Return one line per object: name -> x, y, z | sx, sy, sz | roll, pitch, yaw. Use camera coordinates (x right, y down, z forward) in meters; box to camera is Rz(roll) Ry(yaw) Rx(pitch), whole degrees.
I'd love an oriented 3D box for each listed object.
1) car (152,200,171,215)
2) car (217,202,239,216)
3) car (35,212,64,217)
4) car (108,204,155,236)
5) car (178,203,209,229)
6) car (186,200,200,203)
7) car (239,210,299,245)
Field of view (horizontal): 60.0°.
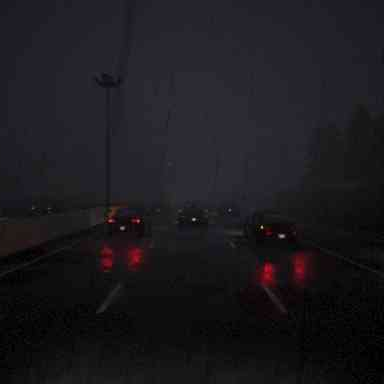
car -> -3.402, 1.633, 36.302 | 1.837, 1.490, 4.892 | 0, 0, 0
car -> 3.598, 1.683, 33.529 | 1.994, 1.385, 4.181 | 0, 0, 0
car -> -14.002, 1.479, 32.792 | 2.097, 1.767, 4.553 | 0, 0, 0
car -> -3.402, 1.592, 18.590 | 1.812, 1.442, 4.674 | 0, 0, 0
car -> 0.101, 1.643, 22.299 | 1.994, 1.385, 4.181 | 0, 0, 0
car -> 0.098, 1.621, 36.576 | 2.128, 1.511, 4.902 | 0, 0, 0
car -> 3.599, 1.581, 15.621 | 1.812, 1.442, 4.674 | 0, 0, 0
